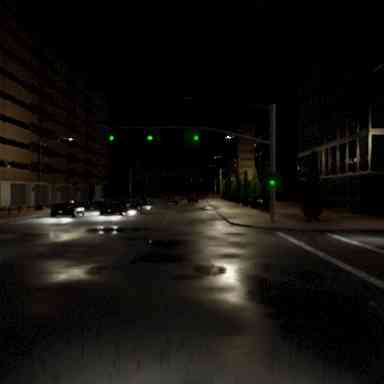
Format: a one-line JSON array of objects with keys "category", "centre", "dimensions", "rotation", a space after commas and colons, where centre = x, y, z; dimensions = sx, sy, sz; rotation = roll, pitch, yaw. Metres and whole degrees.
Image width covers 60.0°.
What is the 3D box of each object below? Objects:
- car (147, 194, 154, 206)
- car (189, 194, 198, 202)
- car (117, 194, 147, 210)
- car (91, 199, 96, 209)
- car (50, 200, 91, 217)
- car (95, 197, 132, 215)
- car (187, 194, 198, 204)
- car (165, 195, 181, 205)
[{"category": "car", "centre": [-7.001, 1.140, 50.054], "dimensions": [2.097, 1.767, 4.553], "rotation": [0, 0, 1]}, {"category": "car", "centre": [0.344, 1.182, 69.310], "dimensions": [1.882, 1.535, 5.008], "rotation": [0, 0, 1]}, {"category": "car", "centre": [-7.199, 1.320, 40.247], "dimensions": [2.128, 1.511, 4.902], "rotation": [0, 0, 1]}, {"category": "car", "centre": [-10.735, 1.441, 38.113], "dimensions": [1.895, 1.301, 4.718], "rotation": [0, 0, 1]}, {"category": "car", "centre": [-10.800, 1.440, 29.310], "dimensions": [1.994, 1.385, 4.181], "rotation": [0, 0, 0]}, {"category": "car", "centre": [-7.298, 1.430, 31.354], "dimensions": [1.994, 1.385, 4.181], "rotation": [0, 0, 0]}, {"category": "car", "centre": [0.186, 1.224, 59.153], "dimensions": [1.882, 1.535, 5.008], "rotation": [0, 0, 1]}, {"category": "car", "centre": [-3.283, 1.329, 54.918], "dimensions": [1.994, 1.385, 4.181], "rotation": [0, 0, 1]}]
